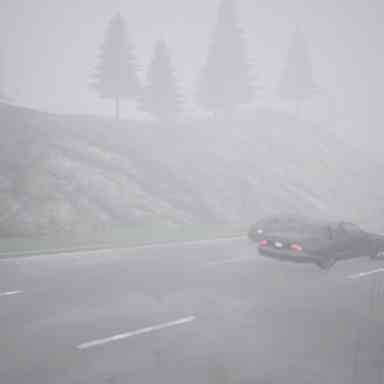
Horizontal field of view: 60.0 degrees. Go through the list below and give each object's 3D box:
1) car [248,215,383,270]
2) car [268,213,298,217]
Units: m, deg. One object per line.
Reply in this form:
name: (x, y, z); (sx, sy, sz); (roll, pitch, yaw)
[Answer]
car: (4.669, 1.658, 11.466); (5.357, 1.411, 2.033); (1, 0, -35)
car: (4.632, 1.701, 15.709); (4.181, 1.385, 1.994); (1, 0, -35)
